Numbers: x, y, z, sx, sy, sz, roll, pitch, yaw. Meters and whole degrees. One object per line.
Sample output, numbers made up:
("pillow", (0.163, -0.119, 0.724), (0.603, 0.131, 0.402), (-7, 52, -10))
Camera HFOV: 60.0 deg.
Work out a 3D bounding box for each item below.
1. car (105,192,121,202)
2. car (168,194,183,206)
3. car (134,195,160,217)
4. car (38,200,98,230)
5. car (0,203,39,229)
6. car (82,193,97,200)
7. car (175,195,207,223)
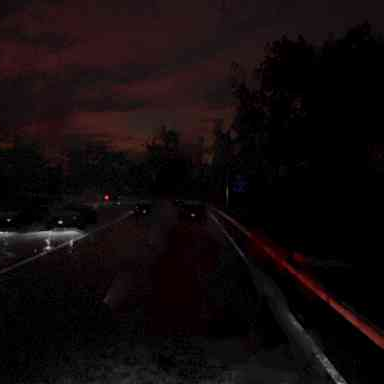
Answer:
("car", (-12.234, 0.706, 51.146), (2.033, 1.411, 5.357), (0, 1, -22))
("car", (-1.729, 0.966, 41.149), (2.033, 1.411, 5.357), (0, 1, -12))
("car", (-3.611, 1.222, 27.027), (1.812, 1.442, 4.674), (0, 1, -2))
("car", (-7.016, 1.391, 19.727), (1.994, 1.385, 4.181), (0, 1, 0))
("car", (-10.513, 1.363, 20.404), (2.033, 1.411, 5.357), (0, 1, 0))
("car", (-14.735, 0.805, 47.908), (1.895, 1.301, 4.718), (0, 1, -21))
("car", (0.019, 1.249, 23.182), (1.882, 1.535, 5.008), (0, 1, -1))
